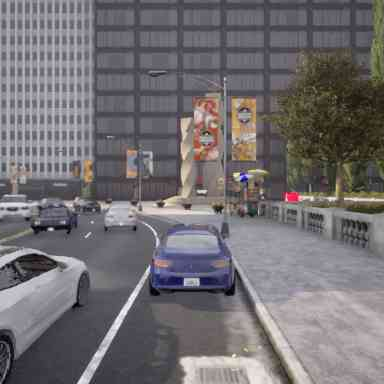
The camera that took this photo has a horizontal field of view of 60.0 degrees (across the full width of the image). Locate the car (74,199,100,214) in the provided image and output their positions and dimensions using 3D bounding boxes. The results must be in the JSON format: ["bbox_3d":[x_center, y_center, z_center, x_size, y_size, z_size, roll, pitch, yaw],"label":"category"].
[{"bbox_3d":[-11.283,1.498,35.431,1.837,1.490,4.892,0,0,-35],"label":"car"}]

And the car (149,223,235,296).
[{"bbox_3d":[0.024,1.525,8.545,1.812,1.442,4.674,0,0,1],"label":"car"}]

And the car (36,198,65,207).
[{"bbox_3d":[-14.300,1.341,33.634,2.097,1.767,4.553,0,0,-35],"label":"car"}]

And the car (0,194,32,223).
[{"bbox_3d":[-13.962,1.212,26.225,2.150,2.045,5.566,0,0,-25],"label":"car"}]

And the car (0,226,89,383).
[{"bbox_3d":[-3.007,1.523,4.908,1.812,1.442,4.674,0,0,0],"label":"car"}]

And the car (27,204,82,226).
[{"bbox_3d":[-7.673,1.595,19.031,1.895,1.301,4.718,0,0,-13],"label":"car"}]

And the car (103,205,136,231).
[{"bbox_3d":[-4.514,1.522,20.719,1.812,1.442,4.674,0,0,-14],"label":"car"}]
